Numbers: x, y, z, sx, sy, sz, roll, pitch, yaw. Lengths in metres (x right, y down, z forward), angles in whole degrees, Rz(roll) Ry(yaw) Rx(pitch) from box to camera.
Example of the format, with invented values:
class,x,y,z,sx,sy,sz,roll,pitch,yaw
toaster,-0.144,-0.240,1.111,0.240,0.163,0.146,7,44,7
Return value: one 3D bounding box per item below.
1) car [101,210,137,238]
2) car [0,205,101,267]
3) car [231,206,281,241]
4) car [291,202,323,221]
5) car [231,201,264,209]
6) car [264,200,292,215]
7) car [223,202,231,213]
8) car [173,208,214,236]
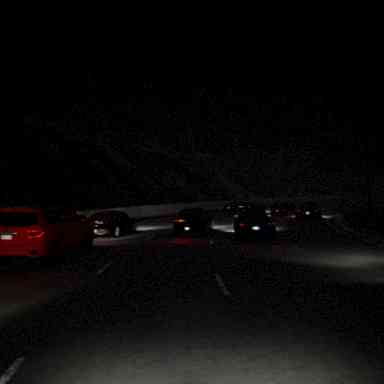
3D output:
class,x,y,z,sx,sy,sz,roll,pitch,yaw
car,-4.851,1.868,20.263,1.837,1.490,4.892,-2,-1,10
car,-5.628,1.527,12.973,2.150,2.045,5.566,-2,-1,2
car,3.228,1.670,17.486,1.994,1.385,4.181,-2,-1,7
car,9.743,1.602,27.654,1.994,1.385,4.181,-2,-1,23
car,6.594,1.716,36.338,2.128,1.511,4.902,-2,-1,32
car,9.744,1.611,34.915,2.128,1.511,4.902,-2,-1,33
car,5.736,1.875,42.055,1.994,1.385,4.181,-2,-1,40
car,0.161,1.725,20.151,1.837,1.490,4.892,-2,-1,10
